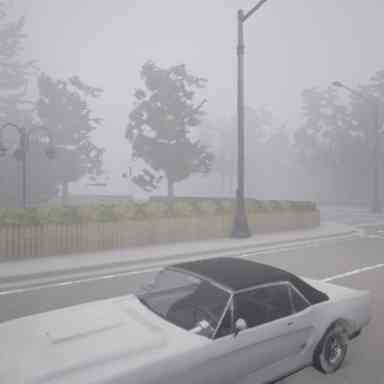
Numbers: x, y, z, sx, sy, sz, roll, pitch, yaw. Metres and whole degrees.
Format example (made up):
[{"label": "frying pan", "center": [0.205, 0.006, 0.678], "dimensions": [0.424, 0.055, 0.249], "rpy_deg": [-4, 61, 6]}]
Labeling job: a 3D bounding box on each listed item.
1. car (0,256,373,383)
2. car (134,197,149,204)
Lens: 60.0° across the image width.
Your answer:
[{"label": "car", "center": [0.134, 1.597, 4.060], "dimensions": [4.718, 1.301, 1.895], "rpy_deg": [0, 0, -35]}, {"label": "car", "center": [-9.363, 1.559, 59.201], "dimensions": [1.895, 1.301, 4.718], "rpy_deg": [0, 0, -36]}]
